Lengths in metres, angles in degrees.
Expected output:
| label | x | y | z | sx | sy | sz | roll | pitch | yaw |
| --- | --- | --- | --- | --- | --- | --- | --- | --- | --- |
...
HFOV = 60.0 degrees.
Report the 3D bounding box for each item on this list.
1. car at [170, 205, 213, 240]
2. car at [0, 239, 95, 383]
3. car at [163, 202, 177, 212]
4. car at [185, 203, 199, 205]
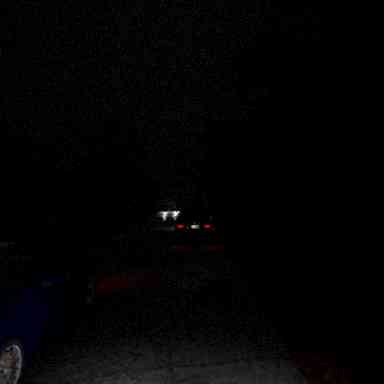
| label | x | y | z | sx | sy | sz | roll | pitch | yaw |
| --- | --- | --- | --- | --- | --- | --- | --- | --- | --- |
| car | 0.073 | 1.607 | 17.236 | 2.033 | 1.411 | 5.357 | 0 | 0 | 0 |
| car | -2.849 | 1.540 | 5.093 | 1.812 | 1.442 | 4.674 | 0 | 0 | 0 |
| car | -3.014 | 2.048 | 46.597 | 1.895 | 1.301 | 4.718 | 0 | -1 | 0 |
| car | -0.004 | 1.856 | 35.850 | 1.895 | 1.301 | 4.718 | 0 | -1 | 0 |
